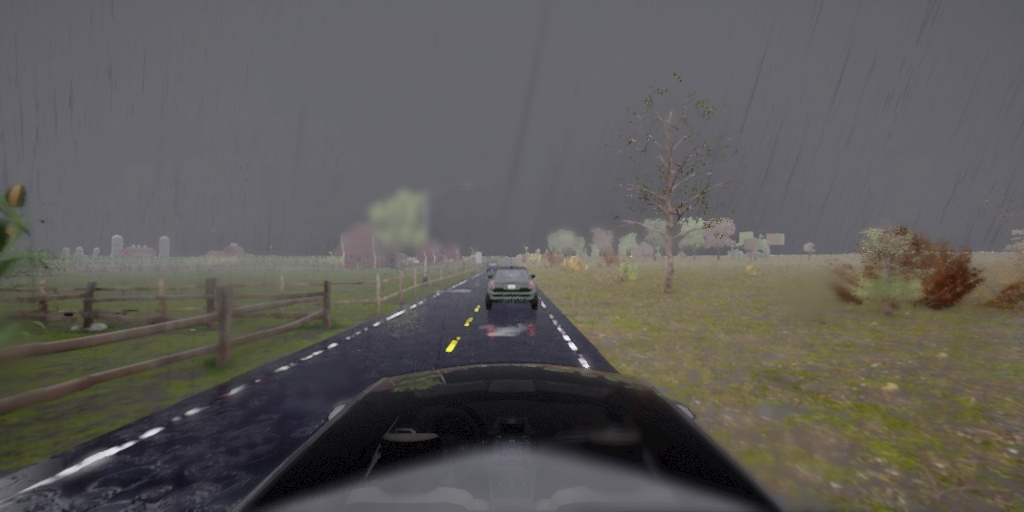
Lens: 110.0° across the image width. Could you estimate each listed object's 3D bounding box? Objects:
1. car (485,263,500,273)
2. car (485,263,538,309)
[{"bbox_3d":[-2.867,1.747,54.598,2.033,1.411,5.357,0,0,0],"label":"car"},{"bbox_3d":[-0.014,1.230,15.939,2.097,1.767,4.553,0,-1,0],"label":"car"}]
